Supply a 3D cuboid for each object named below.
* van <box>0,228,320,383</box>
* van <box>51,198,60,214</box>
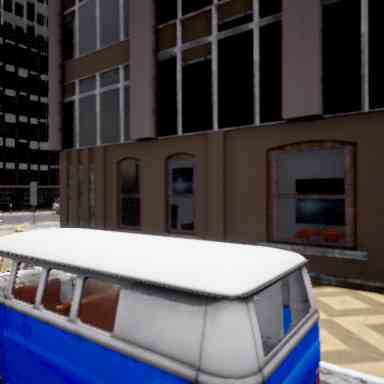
[{"bbox_3d":[-0.776,1.352,3.427,3.998,1.788,1.690,0,0,36],"label":"van"},{"bbox_3d":[-14.215,1.621,38.651,1.690,1.788,3.998,-1,-1,36],"label":"van"}]
